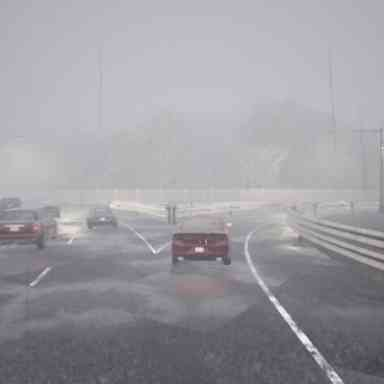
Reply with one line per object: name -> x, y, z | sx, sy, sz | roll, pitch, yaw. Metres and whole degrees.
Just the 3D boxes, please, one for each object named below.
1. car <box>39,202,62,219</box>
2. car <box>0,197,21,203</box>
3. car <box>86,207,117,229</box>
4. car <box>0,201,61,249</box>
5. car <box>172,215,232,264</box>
car -> -14.422, 1.809, 33.764 | 1.837, 1.490, 4.892 | 0, -1, -26
car -> -18.447, 1.528, 33.974 | 2.150, 2.045, 5.566 | 0, -1, -27
car -> -6.561, 1.780, 23.964 | 1.994, 1.385, 4.181 | 0, -1, -19
car -> -7.474, 1.489, 15.105 | 2.097, 1.767, 4.553 | 0, -1, -14
car -> 0.464, 1.590, 12.385 | 1.882, 1.535, 5.008 | 0, -1, 6
